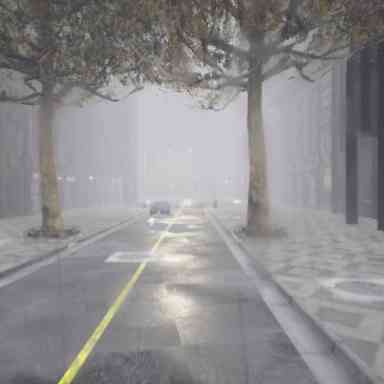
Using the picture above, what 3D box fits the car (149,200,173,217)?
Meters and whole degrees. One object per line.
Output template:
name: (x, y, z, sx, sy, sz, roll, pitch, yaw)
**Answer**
car: (-3.012, 1.555, 32.314, 1.812, 1.442, 4.674, 0, 0, 0)
